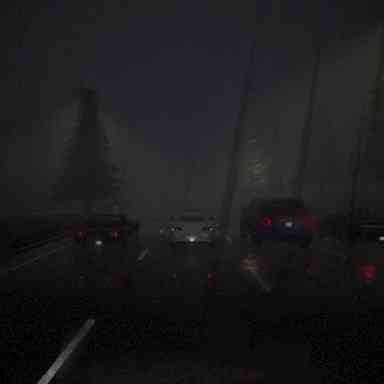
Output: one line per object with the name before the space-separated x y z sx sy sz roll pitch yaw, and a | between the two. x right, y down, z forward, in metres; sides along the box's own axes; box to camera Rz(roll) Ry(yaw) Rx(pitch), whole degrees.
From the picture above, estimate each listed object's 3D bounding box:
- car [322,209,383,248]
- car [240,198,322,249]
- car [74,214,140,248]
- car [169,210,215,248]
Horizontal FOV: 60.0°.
car | 7.000 1.493 14.650 2.128 1.511 4.902 0 0 0
car | 3.500 1.256 14.680 2.150 2.045 5.566 0 0 0
car | -3.500 1.614 14.680 1.895 1.301 4.718 0 0 0
car | 0.000 1.531 14.650 1.812 1.442 4.674 0 0 0
